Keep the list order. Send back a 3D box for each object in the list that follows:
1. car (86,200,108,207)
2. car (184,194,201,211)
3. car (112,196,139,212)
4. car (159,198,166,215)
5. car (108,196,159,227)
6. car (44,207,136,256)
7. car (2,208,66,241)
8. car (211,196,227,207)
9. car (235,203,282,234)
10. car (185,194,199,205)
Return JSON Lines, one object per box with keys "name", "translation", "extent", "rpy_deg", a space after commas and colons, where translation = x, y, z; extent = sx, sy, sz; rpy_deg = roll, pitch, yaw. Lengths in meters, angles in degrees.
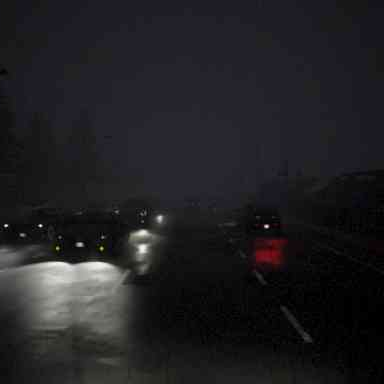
{"name": "car", "translation": [-7.104, 1.358, 25.823], "extent": [2.033, 1.411, 5.357], "rpy_deg": [0, 0, 0]}
{"name": "car", "translation": [0.077, 1.277, 36.896], "extent": [2.033, 1.411, 5.357], "rpy_deg": [0, 0, -1]}
{"name": "car", "translation": [-7.106, 1.210, 36.032], "extent": [1.882, 1.535, 5.008], "rpy_deg": [0, 1, 0]}
{"name": "car", "translation": [-3.583, 1.246, 31.606], "extent": [1.882, 1.535, 5.008], "rpy_deg": [0, 1, 0]}
{"name": "car", "translation": [-3.593, 1.199, 21.214], "extent": [2.097, 1.767, 4.553], "rpy_deg": [0, 0, 0]}
{"name": "car", "translation": [-3.589, 1.477, 12.621], "extent": [1.994, 1.385, 4.181], "rpy_deg": [0, 0, 0]}
{"name": "car", "translation": [-7.105, 1.485, 16.171], "extent": [1.895, 1.301, 4.718], "rpy_deg": [0, 0, 0]}
{"name": "car", "translation": [3.494, 1.199, 44.393], "extent": [1.812, 1.442, 4.674], "rpy_deg": [0, 1, 1]}
{"name": "car", "translation": [3.586, 1.376, 18.410], "extent": [1.837, 1.490, 4.892], "rpy_deg": [0, 0, 0]}
{"name": "car", "translation": [-0.040, 1.110, 51.534], "extent": [2.128, 1.511, 4.902], "rpy_deg": [0, 1, 0]}
